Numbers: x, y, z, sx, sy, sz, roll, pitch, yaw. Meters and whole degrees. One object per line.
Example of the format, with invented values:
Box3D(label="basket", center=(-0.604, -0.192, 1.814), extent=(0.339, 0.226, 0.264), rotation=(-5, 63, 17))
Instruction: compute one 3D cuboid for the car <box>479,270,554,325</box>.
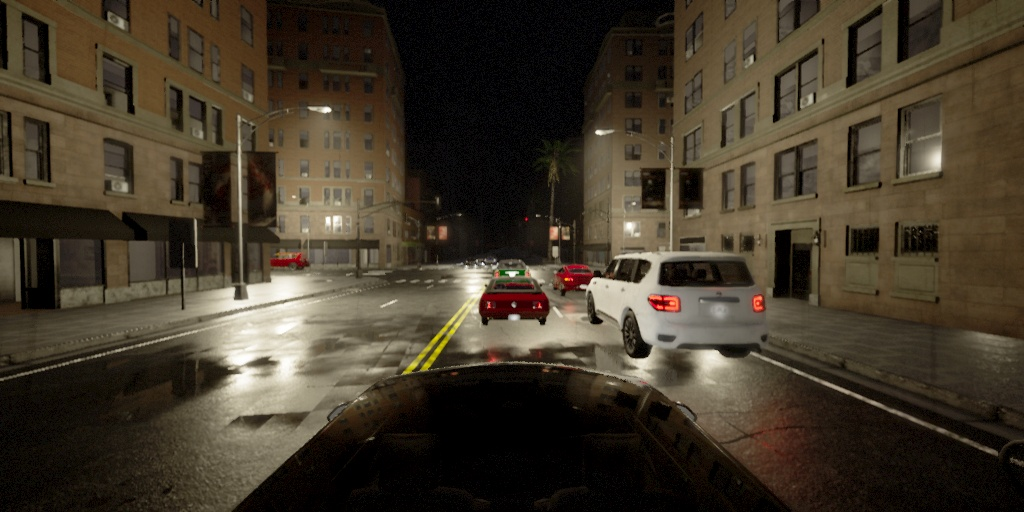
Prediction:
Box3D(label="car", center=(0.046, 1.288, 11.500), extent=(1.895, 1.301, 4.718), rotation=(0, 0, 0))

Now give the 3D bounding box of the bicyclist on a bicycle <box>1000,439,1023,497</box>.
Box3D(label="bicyclist on a bicycle", center=(4.163, 1.183, 2.308), extent=(0.866, 1.612, 1.509), rotation=(0, 0, 0))

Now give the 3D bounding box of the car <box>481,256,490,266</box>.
Box3D(label="car", center=(-3.651, 0.720, 61.612), extent=(2.097, 1.767, 4.553), rotation=(0, 0, 0))

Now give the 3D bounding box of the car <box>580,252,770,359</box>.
Box3D(label="car", center=(3.303, 0.929, 8.441), extent=(2.150, 2.045, 5.566), rotation=(0, 0, -1))

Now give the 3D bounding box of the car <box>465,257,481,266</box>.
Box3D(label="car", center=(-6.900, 0.873, 61.653), extent=(1.837, 1.490, 4.892), rotation=(0, 0, 0))

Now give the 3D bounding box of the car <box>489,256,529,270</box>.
Box3D(label="car", center=(-0.070, 0.982, 20.507), extent=(2.097, 1.767, 4.553), rotation=(0, 0, -2))

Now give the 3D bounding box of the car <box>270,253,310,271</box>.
Box3D(label="car", center=(-24.096, 0.609, 37.727), extent=(5.009, 1.841, 2.192), rotation=(0, 0, -9))

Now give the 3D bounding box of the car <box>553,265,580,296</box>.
Box3D(label="car", center=(3.160, 1.171, 18.129), extent=(1.812, 1.442, 4.674), rotation=(0, 0, 0))
